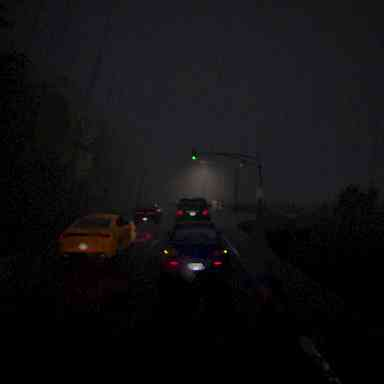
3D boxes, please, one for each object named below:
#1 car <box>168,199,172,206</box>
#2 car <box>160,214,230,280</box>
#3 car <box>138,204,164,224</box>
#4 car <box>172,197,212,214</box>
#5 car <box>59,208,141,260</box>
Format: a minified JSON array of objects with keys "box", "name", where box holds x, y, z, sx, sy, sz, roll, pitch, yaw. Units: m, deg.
[{"box":[-3.540,2.104,65.002,1.994,1.385,4.181,0,-1,0],"name":"car"},{"box":[0.084,1.613,10.166,1.812,1.442,4.674,0,-1,0],"name":"car"},{"box":[-3.457,1.734,26.843,1.837,1.490,4.892,0,0,0],"name":"car"},{"box":[0.123,1.406,21.945,2.150,2.045,5.566,0,-1,2],"name":"car"},{"box":[-3.428,1.589,12.942,1.882,1.535,5.008,0,0,0],"name":"car"}]
